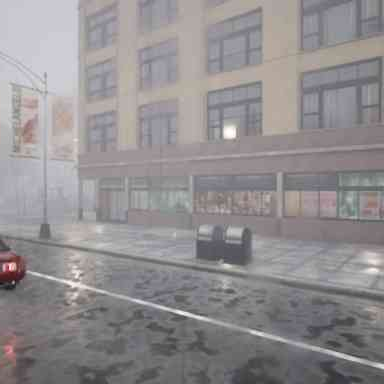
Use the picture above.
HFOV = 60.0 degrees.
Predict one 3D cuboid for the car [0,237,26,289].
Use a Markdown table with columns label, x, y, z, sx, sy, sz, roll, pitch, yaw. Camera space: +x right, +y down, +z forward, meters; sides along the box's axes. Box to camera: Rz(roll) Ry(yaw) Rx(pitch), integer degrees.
| label | x | y | z | sx | sy | sz | roll | pitch | yaw |
| --- | --- | --- | --- | --- | --- | --- | --- | --- | --- |
| car | -5.719 | 1.583 | 8.156 | 1.895 | 1.301 | 4.718 | 0 | 0 | -42 |
